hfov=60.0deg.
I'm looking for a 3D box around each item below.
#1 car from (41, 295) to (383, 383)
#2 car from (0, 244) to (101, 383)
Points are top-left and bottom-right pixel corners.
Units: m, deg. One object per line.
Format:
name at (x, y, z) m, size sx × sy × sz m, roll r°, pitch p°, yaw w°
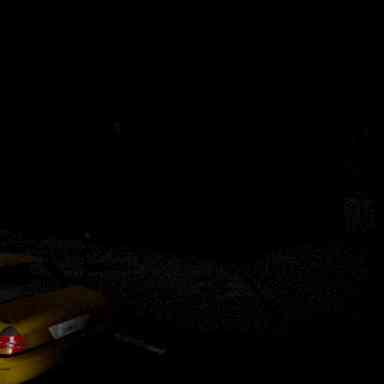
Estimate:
car at (1.262, 1.566, 1.908) m, size 4.313 × 1.339 × 1.947 m, roll 0°, pitch 0°, yaw 36°
car at (-3.279, 1.497, 5.155) m, size 4.829 × 1.417 × 1.752 m, roll 0°, pitch 0°, yaw 36°
